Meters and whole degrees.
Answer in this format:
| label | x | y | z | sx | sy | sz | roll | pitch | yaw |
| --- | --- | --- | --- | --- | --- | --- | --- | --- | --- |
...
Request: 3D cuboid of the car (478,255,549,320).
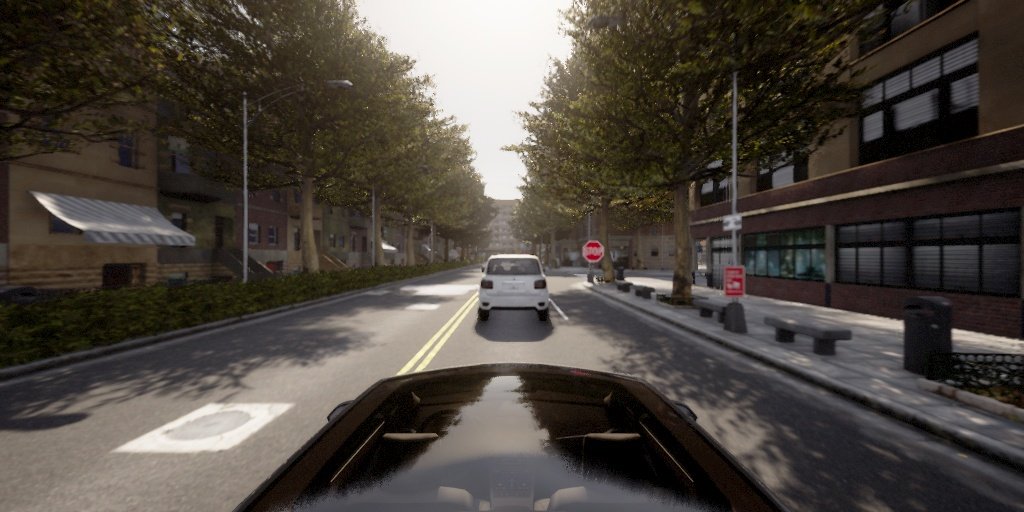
| label | x | y | z | sx | sy | sz | roll | pitch | yaw |
| --- | --- | --- | --- | --- | --- | --- | --- | --- | --- |
| car | 0.049 | 0.984 | 12.873 | 2.150 | 2.045 | 5.566 | 0 | 0 | 0 |
